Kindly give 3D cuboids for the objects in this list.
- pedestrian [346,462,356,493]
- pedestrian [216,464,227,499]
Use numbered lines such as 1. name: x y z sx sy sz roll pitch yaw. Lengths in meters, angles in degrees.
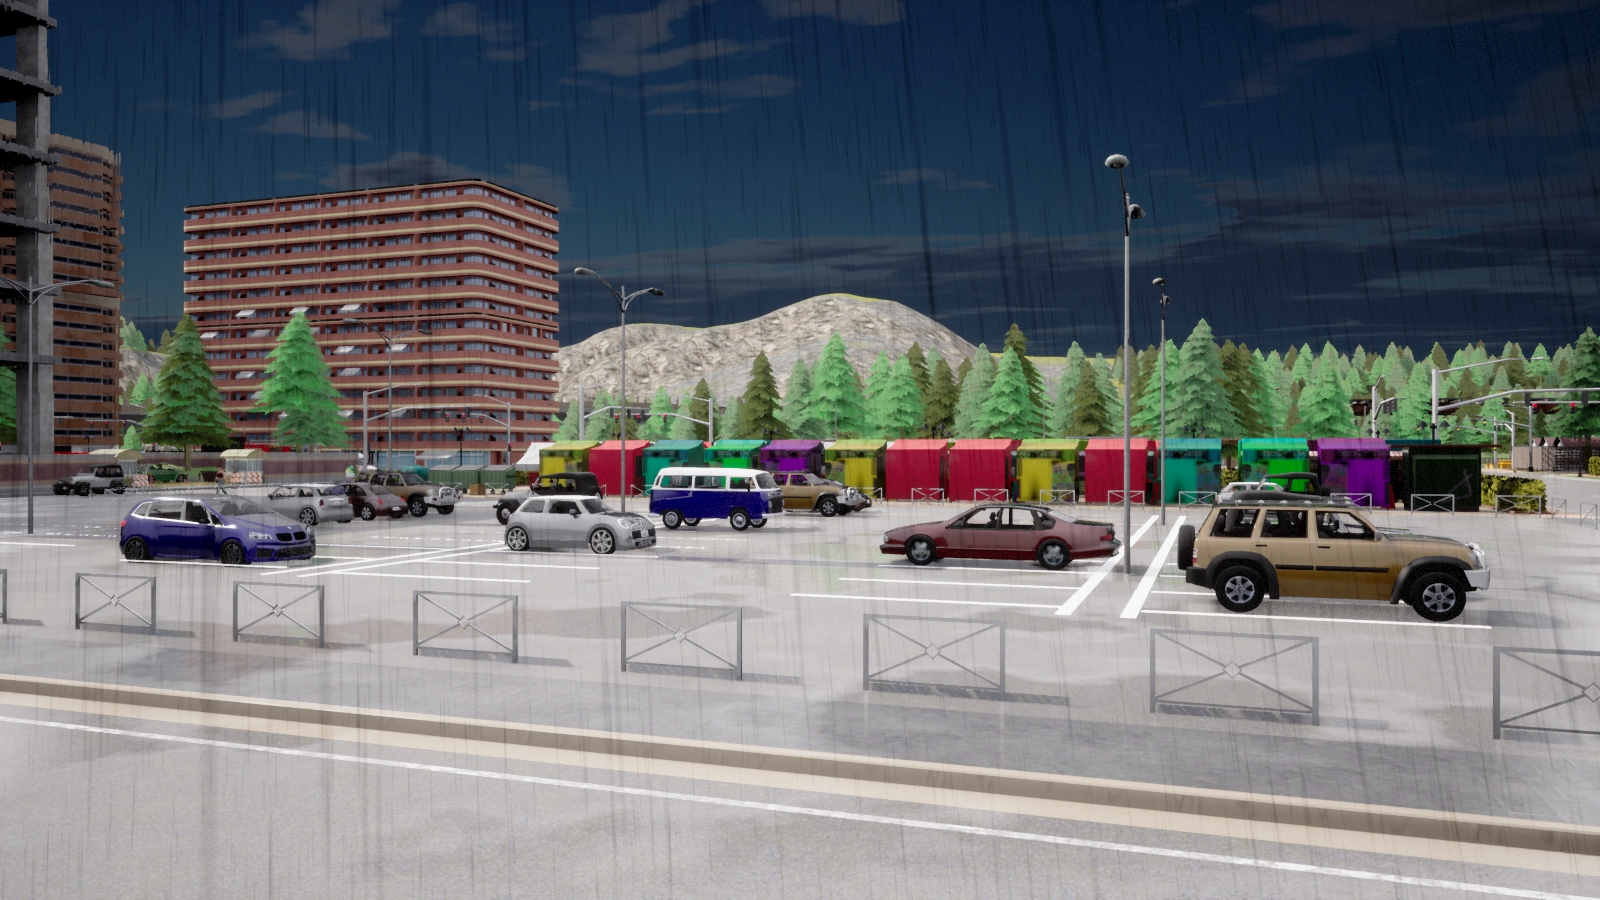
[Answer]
1. pedestrian: -27.217 1.641 69.247 0.375 1.860 0.375 0 0 17
2. pedestrian: -30.407 1.643 60.025 0.375 1.860 0.375 0 0 21
